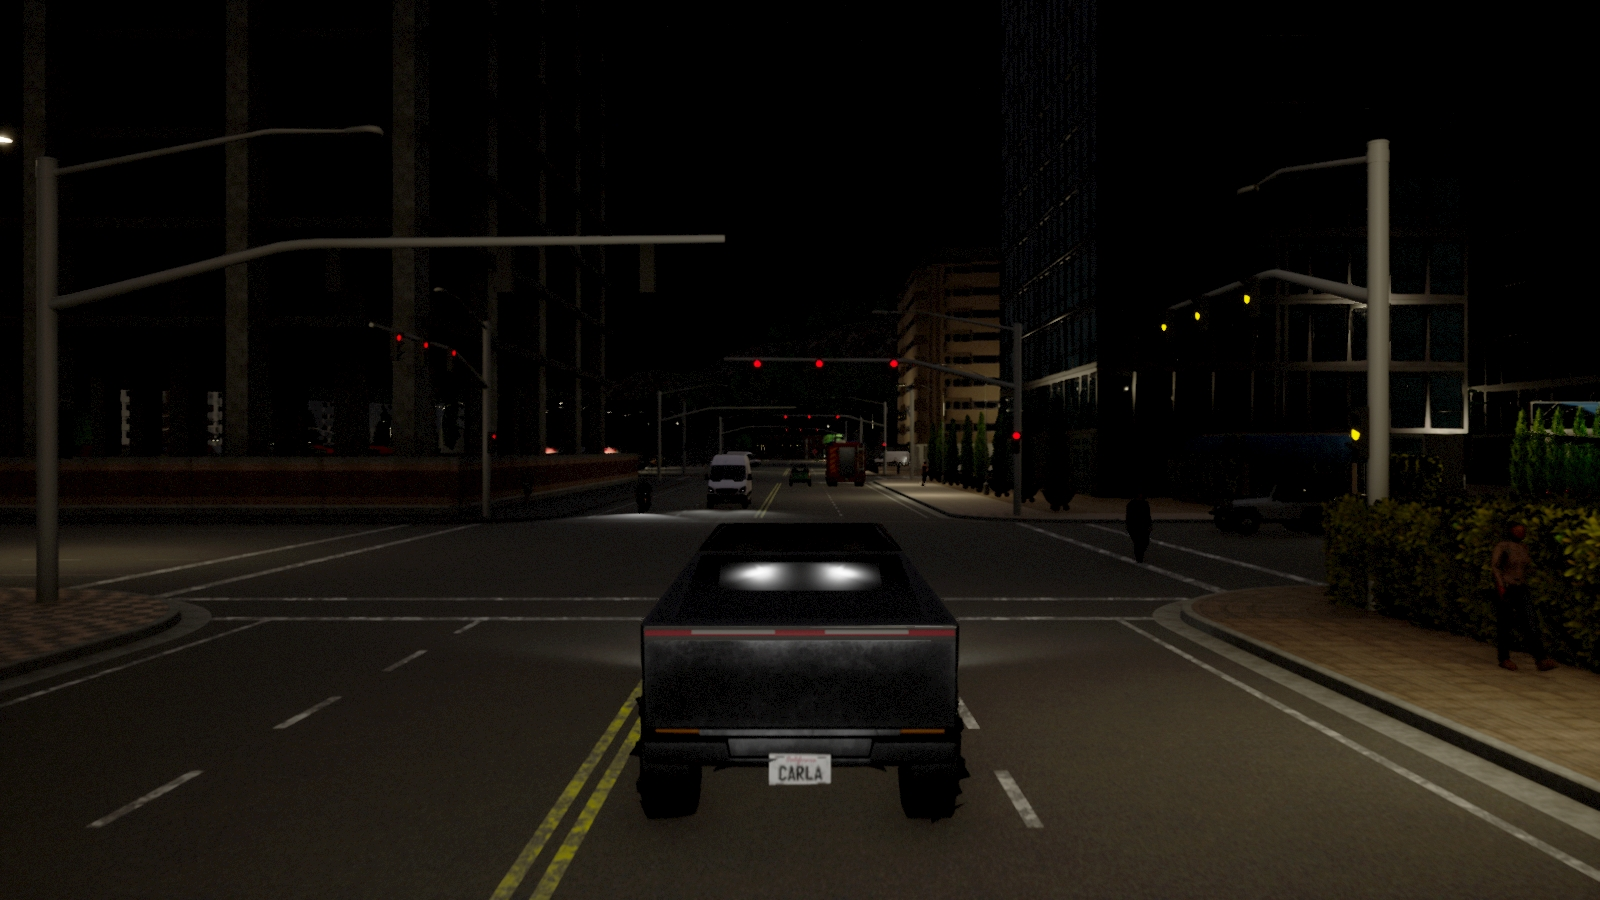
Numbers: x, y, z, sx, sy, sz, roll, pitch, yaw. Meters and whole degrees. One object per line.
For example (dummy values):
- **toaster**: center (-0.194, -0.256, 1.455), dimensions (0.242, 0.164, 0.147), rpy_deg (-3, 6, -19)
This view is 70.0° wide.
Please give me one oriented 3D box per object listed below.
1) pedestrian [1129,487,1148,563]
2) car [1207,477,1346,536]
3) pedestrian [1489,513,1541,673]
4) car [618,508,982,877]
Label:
- **pedestrian**: center (8.357, 1.844, 28.225), dimensions (0.375, 1.860, 0.375), rpy_deg (0, 0, 0)
- **car**: center (15.886, 1.851, 38.231), dimensions (3.866, 1.878, 1.905), rpy_deg (0, 0, 0)
- **pedestrian**: center (8.526, 1.694, 13.638), dimensions (0.375, 1.860, 0.375), rpy_deg (0, 0, -5)
- **car**: center (0.001, 1.752, 10.626), dimensions (2.390, 2.098, 6.274), rpy_deg (0, 0, 0)
